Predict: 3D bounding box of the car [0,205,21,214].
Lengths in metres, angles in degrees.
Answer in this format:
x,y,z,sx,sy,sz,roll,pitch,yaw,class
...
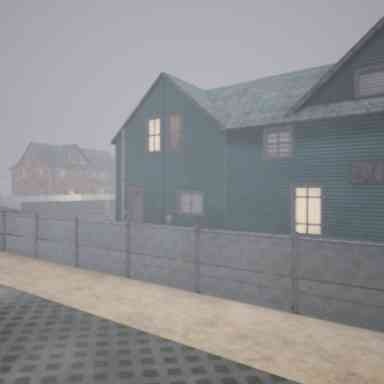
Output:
x,y,z,sx,sy,sz,roll,pitch,yaw,class
-14.669,1.400,24.009,1.994,1.385,4.181,1,1,35,car
